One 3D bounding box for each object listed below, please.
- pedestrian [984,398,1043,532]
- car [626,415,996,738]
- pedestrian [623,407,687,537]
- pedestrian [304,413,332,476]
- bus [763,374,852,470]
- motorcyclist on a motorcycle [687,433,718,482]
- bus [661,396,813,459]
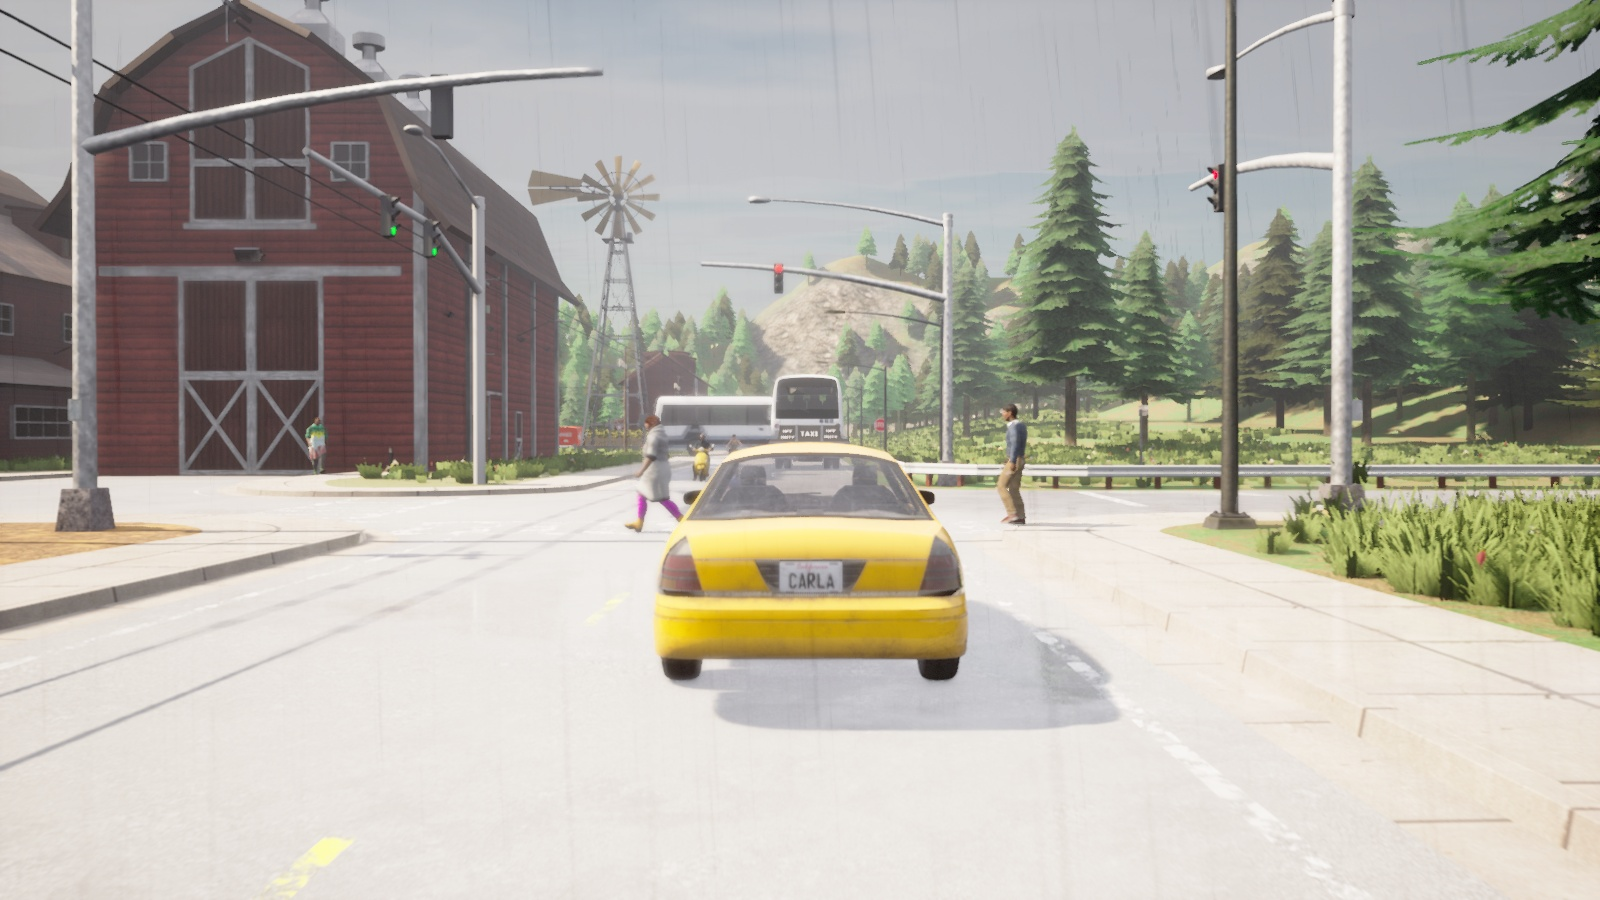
[{"bbox_3d":[3.177,0.214,18.685,0.788,1.949,0.423,0,1,22],"label":"pedestrian"},{"bbox_3d":[0.065,0.589,8.810,1.801,1.575,5.366,0,1,0],"label":"car"},{"bbox_3d":[-2.205,0.324,19.171,0.873,1.952,0.659,0,1,3],"label":"pedestrian"},{"bbox_3d":[-14.993,-0.175,39.050,0.659,1.952,0.873,0,1,-30],"label":"pedestrian"},{"bbox_3d":[0.358,-1.293,61.023,3.944,4.253,10.273,0,1,0],"label":"bus"},{"bbox_3d":[-3.250,0.242,41.896,0.866,1.590,1.817,0,1,0],"label":"motorcyclist on a motorcycle"},{"bbox_3d":[-4.347,-1.579,87.024,10.273,4.253,3.944,0,2,-2],"label":"bus"}]
